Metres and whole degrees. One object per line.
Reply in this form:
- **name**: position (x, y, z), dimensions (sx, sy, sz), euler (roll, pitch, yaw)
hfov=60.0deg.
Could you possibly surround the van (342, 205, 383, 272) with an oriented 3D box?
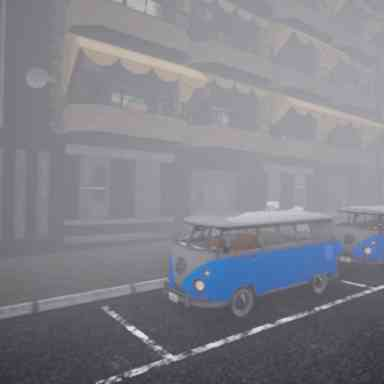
- **van**: position (5.908, 1.310, 10.252), dimensions (3.998, 1.788, 1.690), euler (0, 2, -35)

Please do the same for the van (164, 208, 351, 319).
- **van**: position (1.396, 1.323, 7.051), dimensions (3.998, 1.788, 1.690), euler (0, 2, -35)
